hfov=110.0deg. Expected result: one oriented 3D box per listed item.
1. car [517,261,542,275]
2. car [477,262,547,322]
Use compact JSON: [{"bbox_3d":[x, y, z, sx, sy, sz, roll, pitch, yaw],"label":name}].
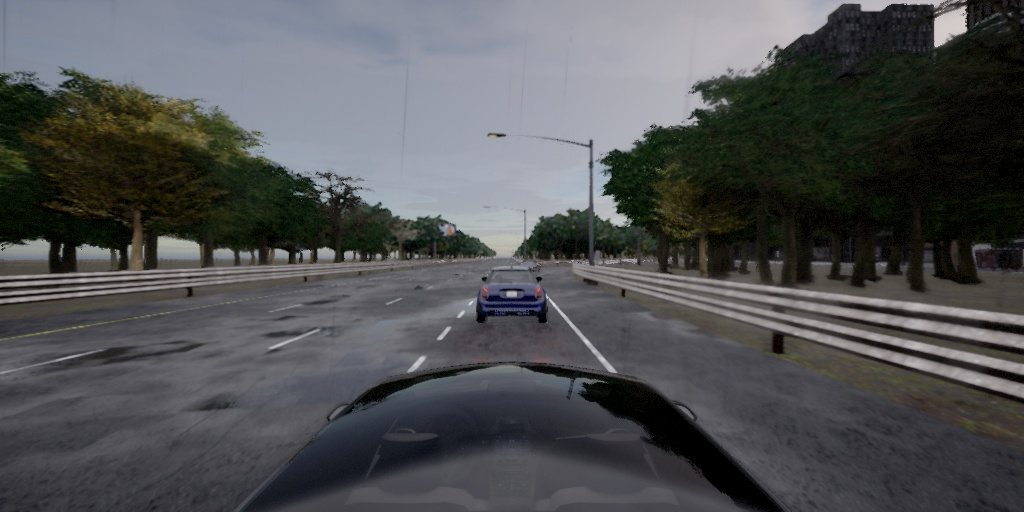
[{"bbox_3d":[2.192,1.370,42.334,2.033,1.411,5.357,0,0,13],"label":"car"},{"bbox_3d":[-0.006,1.121,12.451,2.097,1.767,4.553,0,0,0],"label":"car"}]
